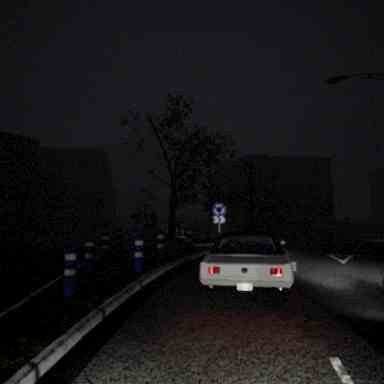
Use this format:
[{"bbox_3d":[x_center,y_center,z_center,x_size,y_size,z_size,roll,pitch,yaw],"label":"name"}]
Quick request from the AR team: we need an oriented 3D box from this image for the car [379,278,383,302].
[{"bbox_3d":[3.758,1.578,3.195,1.895,1.301,4.718,-1,0,5],"label":"car"}]

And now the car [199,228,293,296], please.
[{"bbox_3d":[1.511,1.676,8.782,1.895,1.301,4.718,-1,-2,12],"label":"car"}]

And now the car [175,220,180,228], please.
[{"bbox_3d":[-3.436,6.369,67.644,1.812,1.442,4.674,1,-1,-7],"label":"car"}]

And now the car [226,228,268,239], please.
[{"bbox_3d":[6.631,5.034,40.343,4.718,1.301,1.895,-3,-8,28],"label":"car"}]
